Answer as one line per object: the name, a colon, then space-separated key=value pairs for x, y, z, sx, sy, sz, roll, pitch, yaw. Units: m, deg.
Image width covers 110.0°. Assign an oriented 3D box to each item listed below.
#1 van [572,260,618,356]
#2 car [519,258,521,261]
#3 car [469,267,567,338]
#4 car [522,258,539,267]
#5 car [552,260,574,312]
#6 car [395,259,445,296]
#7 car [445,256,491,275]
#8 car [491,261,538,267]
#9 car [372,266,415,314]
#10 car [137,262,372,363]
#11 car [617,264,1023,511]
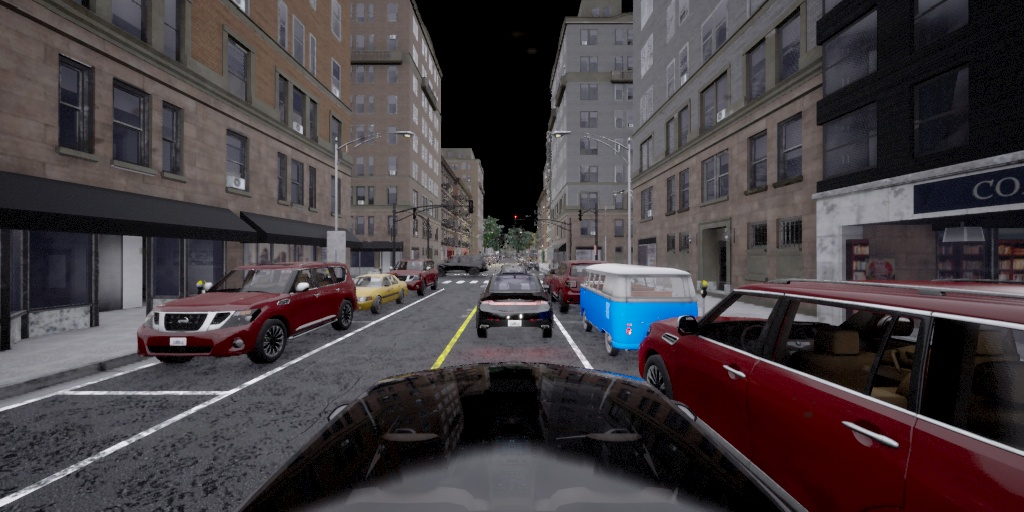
van: x=2.639 y=1.091 z=8.305 sx=1.690 sy=1.789 sz=3.998 roll=0 pitch=0 yaw=0
car: x=2.654 y=1.299 z=57.635 sx=2.007 sy=1.370 sz=4.403 roll=0 pitch=0 yaw=0
car: x=0.075 y=1.242 z=10.178 sx=2.128 sy=1.511 sz=4.902 roll=0 pitch=0 yaw=0
car: x=2.651 y=1.298 z=46.671 sx=2.007 sy=1.370 sz=4.403 roll=0 pitch=0 yaw=0
car: x=2.641 y=1.064 z=13.984 sx=2.192 sy=1.841 sz=5.009 roll=0 pitch=0 yaw=0
car: x=-5.396 y=1.064 z=19.666 sx=2.192 sy=1.841 sz=5.009 roll=0 pitch=0 yaw=0
car: x=-5.142 y=0.988 z=34.794 sx=5.566 sy=2.045 sz=2.150 roll=0 pitch=0 yaw=0
car: x=0.074 y=1.241 z=20.229 sx=2.128 sy=1.511 sz=4.902 roll=0 pitch=0 yaw=-1
car: x=-5.397 y=1.275 z=13.817 sx=1.751 sy=1.417 sz=4.829 roll=0 pitch=0 yaw=0
car: x=-5.397 y=1.065 z=8.310 sx=2.192 sy=1.841 sz=5.009 roll=0 pitch=0 yaw=0
car: x=2.638 y=1.065 z=2.626 sx=2.192 sy=1.841 sz=5.009 roll=0 pitch=0 yaw=0
